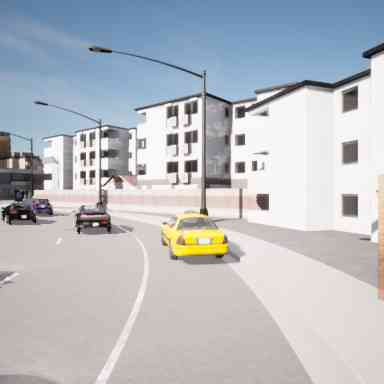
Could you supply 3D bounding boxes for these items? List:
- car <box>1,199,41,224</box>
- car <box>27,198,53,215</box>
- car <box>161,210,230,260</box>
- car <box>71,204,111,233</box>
[{"bbox_3d":[-12.880,1.525,24.693,1.812,1.442,4.674,0,0,-36],"label":"car"},{"bbox_3d":[-15.316,1.354,32.214,4.553,1.767,2.097,1,0,44],"label":"car"},{"bbox_3d":[-0.095,1.457,12.504,1.801,1.575,5.366,0,0,-11],"label":"car"},{"bbox_3d":[-6.009,1.490,19.751,2.128,1.511,4.902,0,0,-23],"label":"car"}]
